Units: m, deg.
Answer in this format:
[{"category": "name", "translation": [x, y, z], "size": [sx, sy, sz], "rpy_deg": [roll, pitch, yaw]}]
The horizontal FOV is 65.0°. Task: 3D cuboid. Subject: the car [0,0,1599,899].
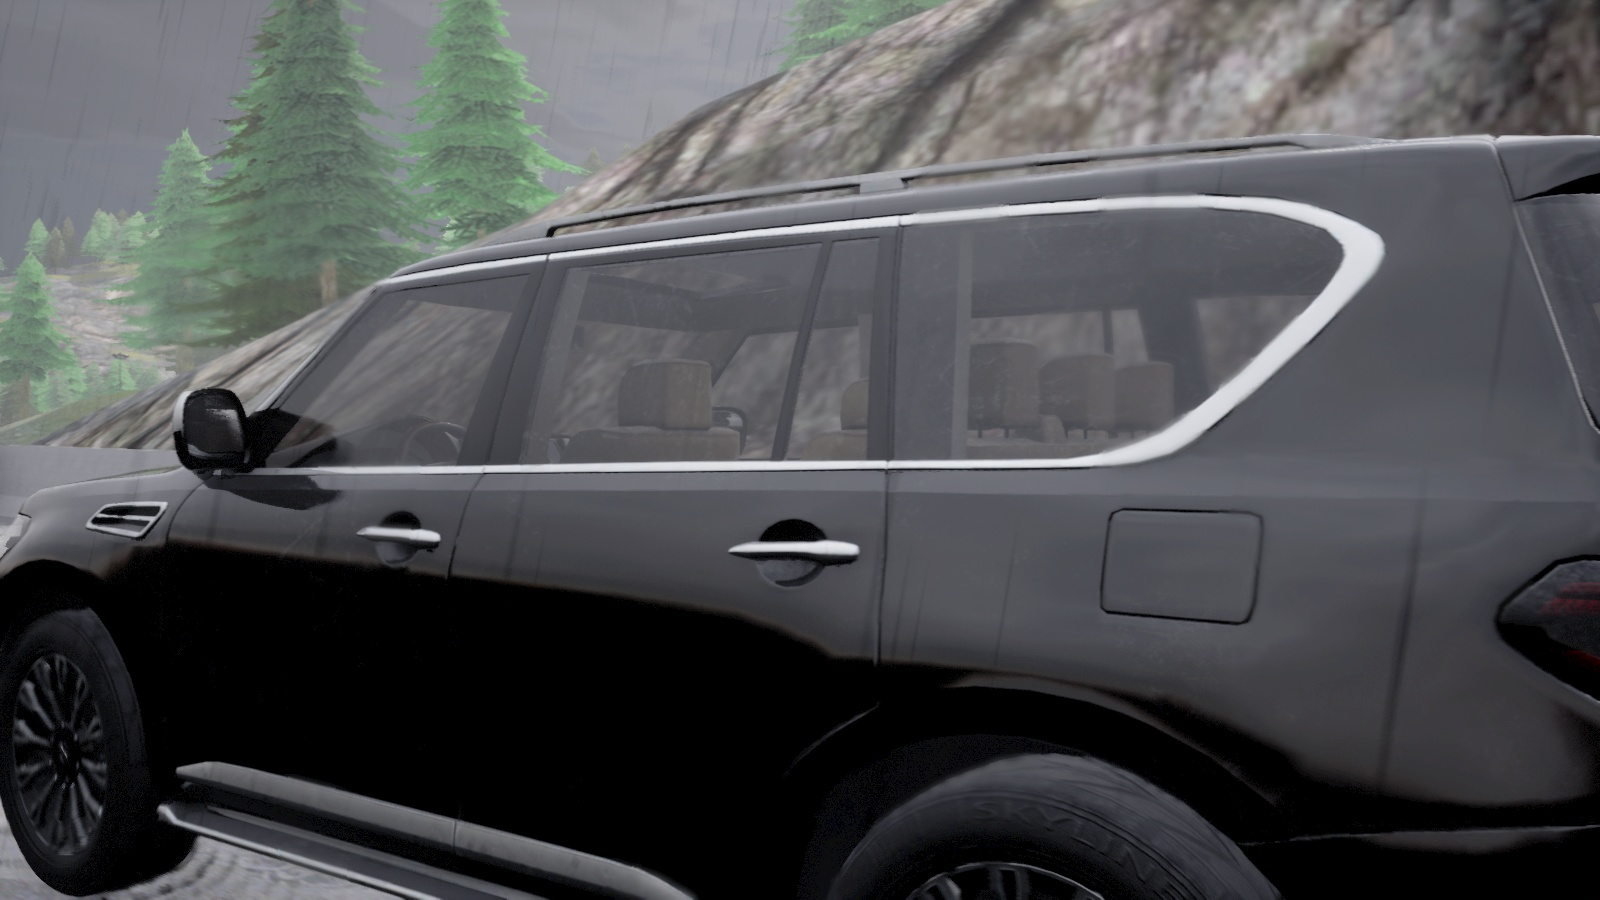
[{"category": "car", "translation": [-0.258, 0.408, 3.799], "size": [5.566, 2.045, 2.150], "rpy_deg": [0, 1, 34]}]
